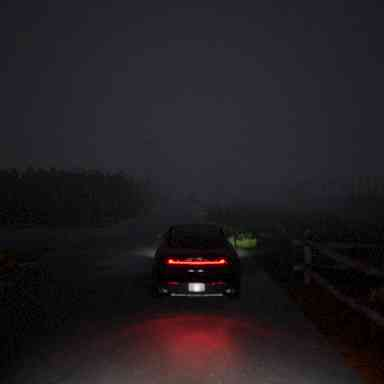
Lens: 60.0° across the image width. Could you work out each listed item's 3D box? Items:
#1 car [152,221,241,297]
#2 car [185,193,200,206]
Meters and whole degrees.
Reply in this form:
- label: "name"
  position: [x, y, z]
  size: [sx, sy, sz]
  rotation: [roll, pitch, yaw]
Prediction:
- label: "car"
  position: [0.096, 1.501, 8.539]
  size: [1.837, 1.490, 4.892]
  rotation: [0, 0, 0]
- label: "car"
  position: [0.040, 1.201, 53.630]
  size: [2.150, 2.045, 5.566]
  rotation: [0, 0, 0]
